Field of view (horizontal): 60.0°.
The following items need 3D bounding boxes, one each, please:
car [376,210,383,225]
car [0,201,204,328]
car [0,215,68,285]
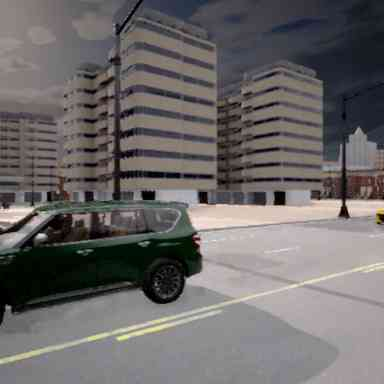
[{"bbox_3d":[14.617,1.470,22.938,5.008,1.535,1.882,0,0,-35],"label":"car"},{"bbox_3d":[-2.348,1.220,6.617,5.566,2.045,2.150,0,0,-35],"label":"car"},{"bbox_3d":[-5.930,1.491,8.362,4.902,1.511,2.128,0,0,-35],"label":"car"}]
